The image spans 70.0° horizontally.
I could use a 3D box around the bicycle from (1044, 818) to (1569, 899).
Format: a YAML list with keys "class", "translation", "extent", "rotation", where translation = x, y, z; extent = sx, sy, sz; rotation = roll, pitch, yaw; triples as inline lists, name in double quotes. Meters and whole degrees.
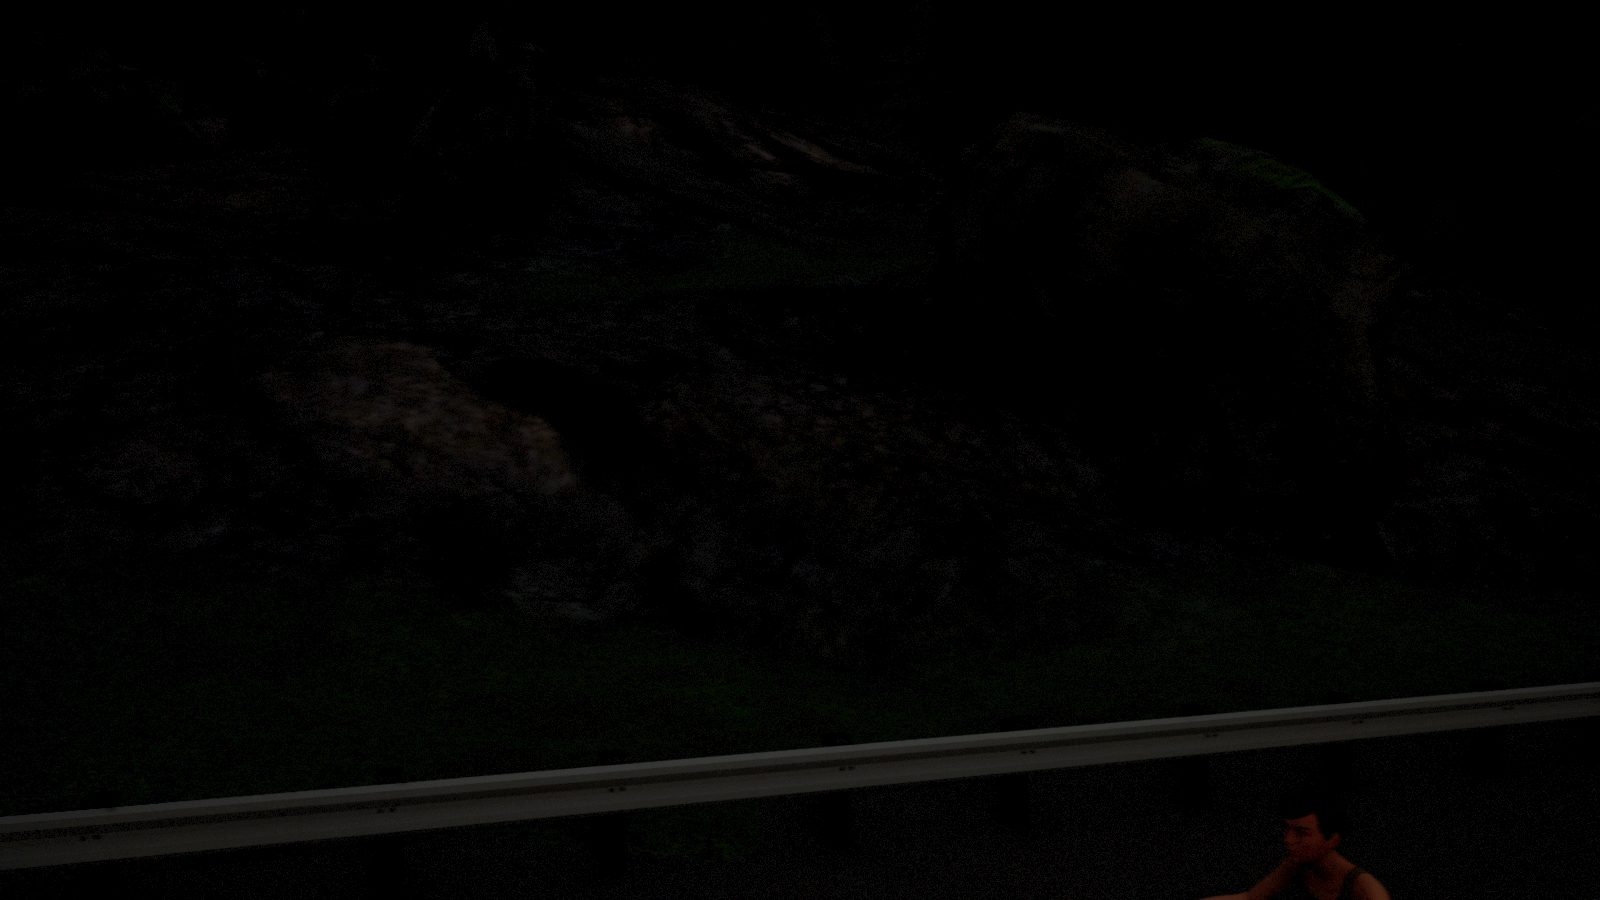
- class: "bicycle"
  translation: [1.734, 2.143, 4.000]
  extent: [1.487, 1.295, 0.859]
  rotation: [0, 0, -18]
